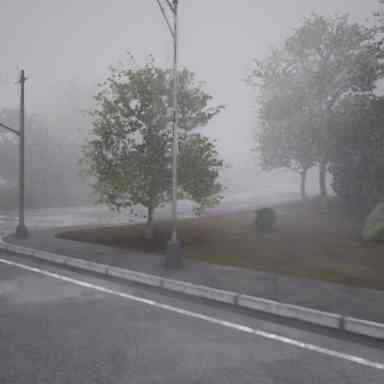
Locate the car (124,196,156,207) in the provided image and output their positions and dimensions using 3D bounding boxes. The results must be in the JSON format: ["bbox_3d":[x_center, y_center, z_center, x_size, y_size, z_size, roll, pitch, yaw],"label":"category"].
[{"bbox_3d":[-6.456,0.977,41.488,1.837,1.490,4.892,1,3,39],"label":"car"}]
